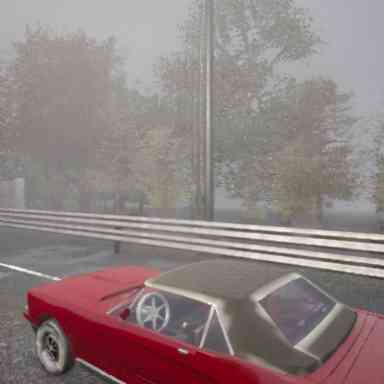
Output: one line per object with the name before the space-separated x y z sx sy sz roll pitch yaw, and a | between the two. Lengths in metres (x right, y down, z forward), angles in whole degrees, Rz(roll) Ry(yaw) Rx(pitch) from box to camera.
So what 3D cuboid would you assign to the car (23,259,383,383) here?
car | 0.064 1.475 3.742 4.718 1.301 1.895 0 0 37
